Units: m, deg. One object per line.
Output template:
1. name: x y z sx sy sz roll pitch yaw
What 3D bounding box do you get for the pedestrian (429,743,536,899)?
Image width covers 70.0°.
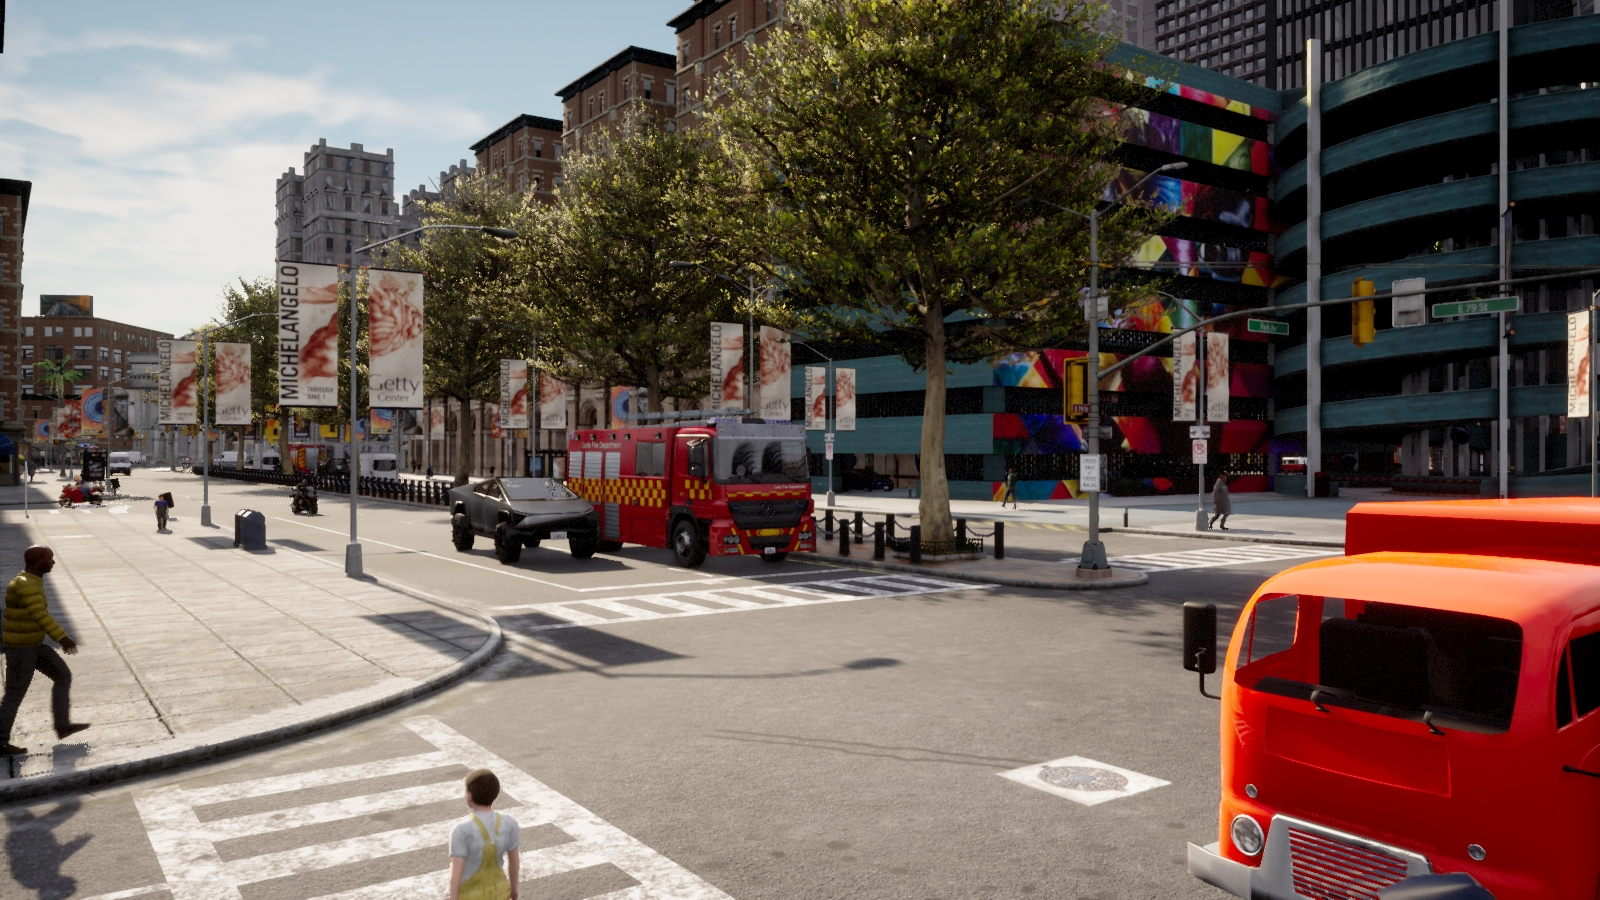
1. pedestrian: -1.526 2.127 5.492 0.375 1.300 0.375 0 0 -40

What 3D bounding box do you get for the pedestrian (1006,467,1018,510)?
1. pedestrian: 9.291 1.683 50.020 0.375 1.860 0.375 0 0 -33

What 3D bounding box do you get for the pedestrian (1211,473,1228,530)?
1. pedestrian: 13.786 1.686 37.517 0.375 1.860 0.375 0 0 -32

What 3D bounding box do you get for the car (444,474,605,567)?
1. car: -7.523 1.749 30.614 2.390 2.098 6.274 0 0 -31

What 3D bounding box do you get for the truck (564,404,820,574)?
1. truck: -3.137 0.885 30.043 2.891 3.827 8.468 0 0 -35

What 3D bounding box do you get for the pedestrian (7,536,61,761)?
1. pedestrian: -6.634 1.696 9.909 0.375 1.860 0.375 0 0 -32

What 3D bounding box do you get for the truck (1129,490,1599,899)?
1. truck: 4.832 1.567 7.165 5.204 2.467 2.627 0 0 -35

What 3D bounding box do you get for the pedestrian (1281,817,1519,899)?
1. pedestrian: 1.373 1.848 2.654 0.375 1.860 0.375 0 0 5

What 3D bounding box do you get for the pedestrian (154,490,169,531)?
1. pedestrian: -20.764 1.974 37.172 0.375 1.300 0.375 0 0 -36

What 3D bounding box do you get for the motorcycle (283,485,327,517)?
1. motorcycle: -21.467 2.201 49.564 2.209 1.251 0.867 0 2 42
